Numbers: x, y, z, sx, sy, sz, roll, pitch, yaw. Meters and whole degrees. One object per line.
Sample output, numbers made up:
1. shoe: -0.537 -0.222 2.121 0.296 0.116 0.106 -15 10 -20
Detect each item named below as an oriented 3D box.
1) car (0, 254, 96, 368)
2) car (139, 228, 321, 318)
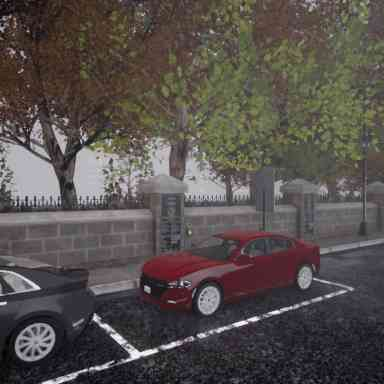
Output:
1. car: -3.478 1.551 4.174 4.403 1.369 2.008 0 0 -35
2. car: 1.012 1.545 7.421 4.507 1.381 1.887 0 0 -35
